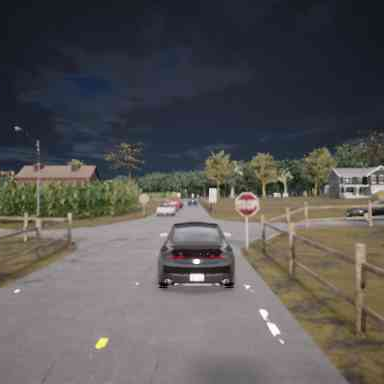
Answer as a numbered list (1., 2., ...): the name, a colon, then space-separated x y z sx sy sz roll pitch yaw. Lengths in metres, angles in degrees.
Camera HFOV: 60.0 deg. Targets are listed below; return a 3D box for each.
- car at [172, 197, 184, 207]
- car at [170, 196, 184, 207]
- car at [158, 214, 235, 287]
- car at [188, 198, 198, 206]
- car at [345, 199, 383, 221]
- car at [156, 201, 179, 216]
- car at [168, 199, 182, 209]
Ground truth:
1. car: -2.697 1.975 65.874 2.097 1.767 4.553 0 -1 0
2. car: -2.771 1.752 55.935 2.150 2.045 5.566 0 -1 0
3. car: 0.108 1.607 9.561 1.837 1.490 4.892 0 0 0
4. car: 0.156 2.005 69.067 2.097 1.767 4.553 0 -1 0
5. car: 13.689 1.304 24.083 4.892 1.490 1.837 -2 -3 0
6. car: -2.816 1.955 36.562 1.895 1.301 4.718 0 -1 0
7. car: -2.795 2.042 46.152 1.895 1.301 4.718 0 -1 0
